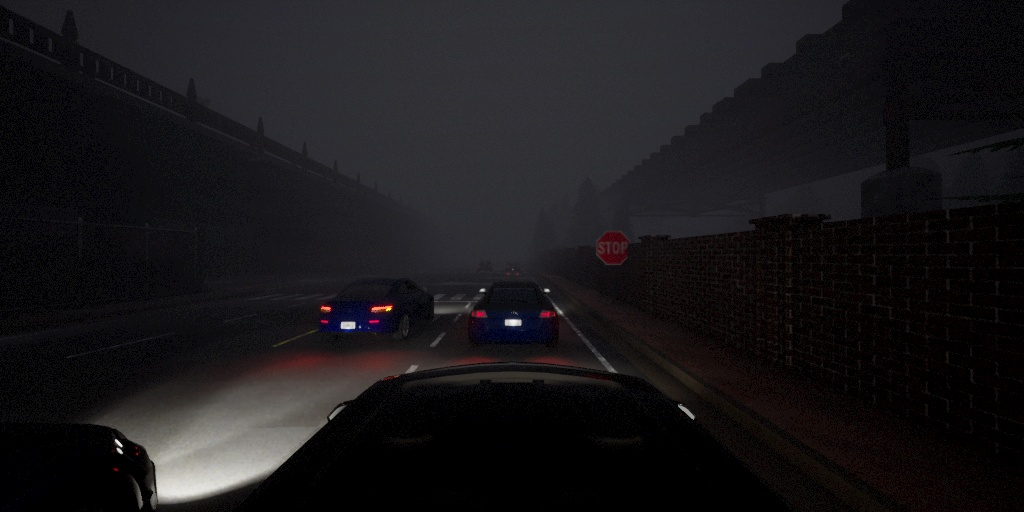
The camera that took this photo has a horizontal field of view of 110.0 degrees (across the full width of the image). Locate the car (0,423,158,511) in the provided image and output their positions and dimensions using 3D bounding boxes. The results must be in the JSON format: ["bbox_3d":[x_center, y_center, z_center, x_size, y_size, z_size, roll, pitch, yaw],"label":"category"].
[{"bbox_3d":[-3.398,1.314,0.663,1.994,1.385,4.181,0,0,0],"label":"car"}]

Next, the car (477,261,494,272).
[{"bbox_3d":[-3.413,1.297,45.889,2.033,1.411,5.357,0,0,-1],"label":"car"}]

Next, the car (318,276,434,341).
[{"bbox_3d":[-3.416,1.276,9.759,1.812,1.442,4.674,0,0,0],"label":"car"}]

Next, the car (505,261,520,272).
[{"bbox_3d":[0.082,1.351,46.056,1.895,1.301,4.718,0,0,-1],"label":"car"}]

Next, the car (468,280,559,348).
[{"bbox_3d":[0.066,1.314,9.238,1.994,1.385,4.181,0,0,1],"label":"car"}]
